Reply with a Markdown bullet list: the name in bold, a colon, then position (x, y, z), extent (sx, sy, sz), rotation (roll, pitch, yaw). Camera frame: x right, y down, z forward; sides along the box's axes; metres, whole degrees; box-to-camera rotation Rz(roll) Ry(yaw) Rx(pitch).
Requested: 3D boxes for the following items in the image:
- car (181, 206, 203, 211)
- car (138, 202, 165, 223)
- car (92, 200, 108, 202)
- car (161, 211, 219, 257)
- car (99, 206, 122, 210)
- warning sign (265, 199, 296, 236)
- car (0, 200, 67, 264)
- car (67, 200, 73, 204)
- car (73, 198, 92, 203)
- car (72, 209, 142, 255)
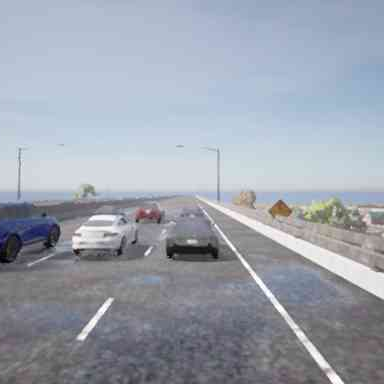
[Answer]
- **car**: position (0.020, 1.848, 28.445), extent (1.994, 1.385, 4.181), rotation (0, 0, 1)
- **car**: position (-3.479, 1.634, 28.399), extent (2.097, 1.767, 4.553), rotation (0, -1, 0)
- **car**: position (-17.505, 2.226, 65.379), extent (1.895, 1.301, 4.718), rotation (0, 0, 0)
- **car**: position (0.023, 1.702, 13.516), extent (1.994, 1.385, 4.181), rotation (0, 0, 0)
- **car**: position (-6.980, 1.848, 28.375), extent (1.994, 1.385, 4.181), rotation (0, 0, 1)
- **warning sign**: position (4.557, 1.290, 17.236), extent (1.300, 1.860, 1.060), rotation (1, 0, 0)
- **car**: position (-6.989, 1.353, 12.544), extent (2.150, 2.045, 5.566), rotation (0, 0, 0)
- **car**: position (-24.503, 2.222, 65.180), extent (1.895, 1.301, 4.718), rotation (0, -1, 0)
- **car**: position (-21.004, 1.983, 65.286), extent (2.097, 1.767, 4.553), rotation (0, -1, 0)
- **car**: position (-3.476, 1.667, 13.881), extent (1.812, 1.442, 4.674), rotation (0, 0, 0)
